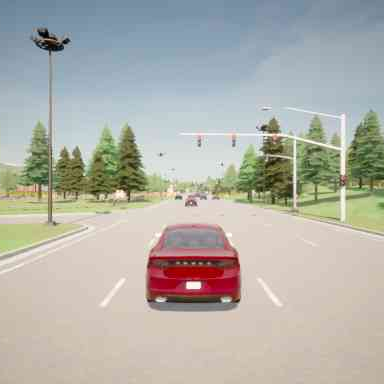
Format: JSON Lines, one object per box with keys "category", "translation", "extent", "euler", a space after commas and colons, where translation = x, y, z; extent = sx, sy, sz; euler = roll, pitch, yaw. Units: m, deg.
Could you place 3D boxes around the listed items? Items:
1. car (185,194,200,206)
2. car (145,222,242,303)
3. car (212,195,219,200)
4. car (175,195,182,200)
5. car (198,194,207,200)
{"category": "car", "translation": [-0.151, 1.525, 52.877], "extent": [1.812, 1.442, 4.674], "euler": [0, 0, 0]}
{"category": "car", "translation": [0.039, 1.478, 8.275], "extent": [1.882, 1.535, 5.008], "euler": [0, 0, 0]}
{"category": "car", "translation": [6.728, 1.525, 94.344], "extent": [2.128, 1.511, 4.902], "euler": [0, 0, 0]}
{"category": "car", "translation": [-3.772, 1.478, 94.313], "extent": [1.882, 1.535, 5.008], "euler": [0, 0, 0]}
{"category": "car", "translation": [3.228, 1.524, 94.334], "extent": [1.812, 1.442, 4.674], "euler": [0, 0, 0]}
